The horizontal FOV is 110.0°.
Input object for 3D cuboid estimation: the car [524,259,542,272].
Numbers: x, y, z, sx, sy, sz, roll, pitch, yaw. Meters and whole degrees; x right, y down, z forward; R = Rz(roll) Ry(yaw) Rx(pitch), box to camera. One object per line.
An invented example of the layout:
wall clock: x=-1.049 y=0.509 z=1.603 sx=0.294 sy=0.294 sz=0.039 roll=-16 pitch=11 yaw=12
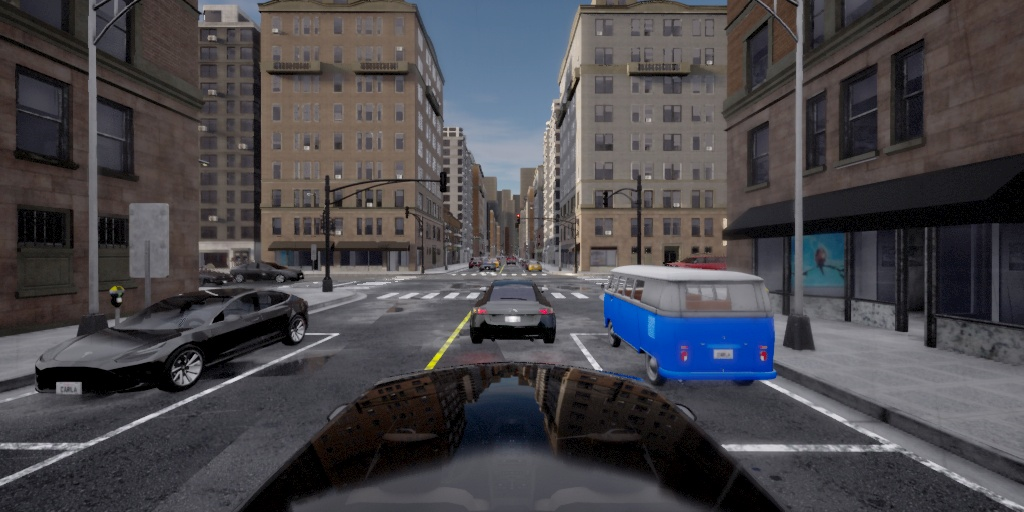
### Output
car: x=2.920 y=1.267 z=46.072 sx=1.751 sy=1.417 sz=4.829 roll=0 pitch=0 yaw=0

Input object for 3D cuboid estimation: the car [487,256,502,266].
car: x=-3.114 y=1.212 z=58.107 sx=1.882 sy=1.535 sz=5.008 roll=0 pitch=0 yaw=0

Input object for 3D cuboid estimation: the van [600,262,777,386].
van: x=2.883 y=1.090 z=6.712 sx=1.690 sy=1.789 sz=3.998 roll=0 pitch=0 yaw=0

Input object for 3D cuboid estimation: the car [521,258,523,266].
car: x=2.838 y=1.286 z=56.954 sx=2.007 sy=1.370 sz=4.403 roll=0 pitch=0 yaw=0

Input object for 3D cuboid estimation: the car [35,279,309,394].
car: x=-5.642 y=1.315 z=6.756 sx=1.948 sy=1.339 sz=4.313 roll=0 pitch=0 yaw=0

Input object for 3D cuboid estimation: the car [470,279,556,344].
car: x=0.044 y=1.314 z=9.636 sx=1.994 sy=1.385 sz=4.181 roll=0 pitch=0 yaw=1

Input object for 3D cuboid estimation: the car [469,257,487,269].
car: x=-5.687 y=1.050 z=56.891 sx=2.192 sy=1.841 sz=5.009 roll=0 pitch=0 yaw=0

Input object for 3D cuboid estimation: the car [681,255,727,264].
car: x=15.581 y=0.963 z=30.029 sx=5.566 sy=2.045 sz=2.150 roll=0 pitch=0 yaw=0

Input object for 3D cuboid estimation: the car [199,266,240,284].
car: x=-21.178 y=1.271 z=23.128 sx=5.357 sy=1.411 sz=2.033 roll=0 pitch=0 yaw=0

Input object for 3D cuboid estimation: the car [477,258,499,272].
car: x=-3.036 y=1.306 z=45.866 sx=1.994 sy=1.385 sz=4.181 roll=0 pitch=0 yaw=-1

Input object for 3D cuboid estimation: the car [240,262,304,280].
car: x=-17.974 y=1.227 z=26.395 sx=4.892 sy=1.490 sz=1.837 roll=1 pitch=0 yaw=0

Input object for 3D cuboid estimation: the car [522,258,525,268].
car: x=2.880 y=1.179 z=51.428 sx=1.967 sy=1.591 sz=4.097 roll=0 pitch=0 yaw=0
